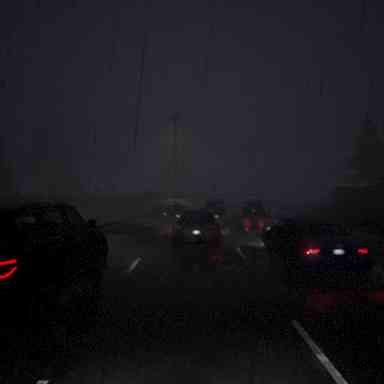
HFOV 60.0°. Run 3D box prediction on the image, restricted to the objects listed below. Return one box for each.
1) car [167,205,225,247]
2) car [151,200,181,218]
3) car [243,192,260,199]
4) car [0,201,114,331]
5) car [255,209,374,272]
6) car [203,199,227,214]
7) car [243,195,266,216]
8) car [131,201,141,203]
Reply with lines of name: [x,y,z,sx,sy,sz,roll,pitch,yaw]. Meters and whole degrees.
car: [0.237,1.498,14.669,1.994,1.385,4.181,0,0,2]
car: [-1.771,1.472,28.887,1.895,1.301,4.718,0,0,10]
car: [14.163,0.894,78.730,1.882,1.535,5.008,0,0,39]
car: [-3.424,1.193,6.946,2.150,2.045,5.566,0,1,0]
car: [3.609,1.500,10.622,2.033,1.411,5.357,0,0,1]
car: [2.098,1.355,30.340,2.128,1.511,4.902,0,0,11]
car: [5.658,1.356,30.255,2.128,1.511,4.902,0,0,12]
car: [-5.833,1.030,42.440,2.150,2.045,5.566,0,1,17]
